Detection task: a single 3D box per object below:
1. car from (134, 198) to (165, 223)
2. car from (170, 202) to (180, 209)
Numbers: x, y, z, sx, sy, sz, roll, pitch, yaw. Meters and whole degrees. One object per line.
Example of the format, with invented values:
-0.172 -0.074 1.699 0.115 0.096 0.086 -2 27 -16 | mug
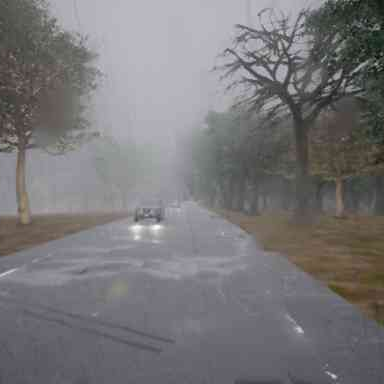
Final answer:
-3.605 1.543 29.064 2.150 2.045 5.566 0 -1 0 | car
-3.515 2.851 70.459 1.812 1.442 4.674 0 -2 0 | car
